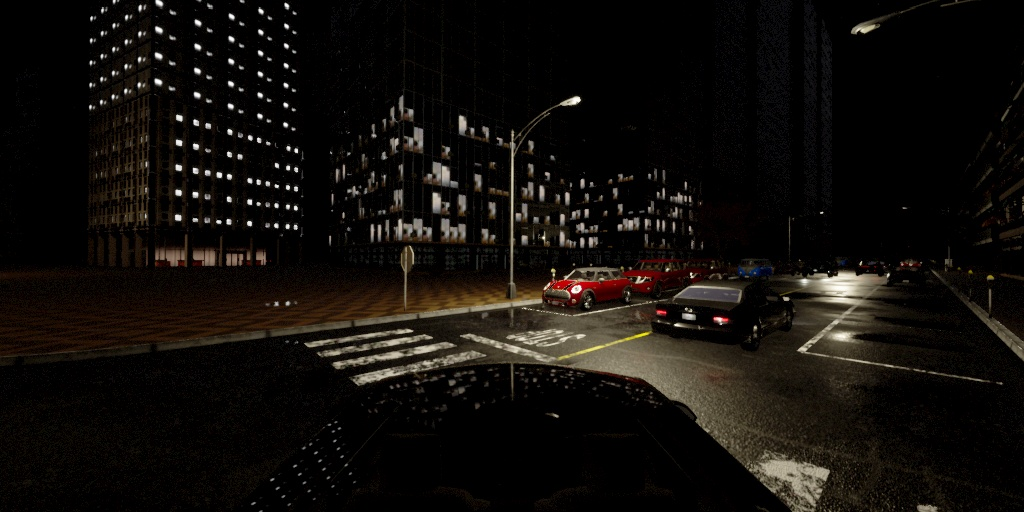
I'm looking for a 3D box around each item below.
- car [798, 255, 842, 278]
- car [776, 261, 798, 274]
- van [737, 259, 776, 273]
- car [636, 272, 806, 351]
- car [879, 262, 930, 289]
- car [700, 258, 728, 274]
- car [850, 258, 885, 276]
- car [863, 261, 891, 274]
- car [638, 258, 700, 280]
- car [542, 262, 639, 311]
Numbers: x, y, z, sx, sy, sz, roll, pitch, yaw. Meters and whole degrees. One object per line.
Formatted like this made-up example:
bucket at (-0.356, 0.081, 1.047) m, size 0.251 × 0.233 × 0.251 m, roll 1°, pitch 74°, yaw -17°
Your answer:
car at (29.825, 0.966, 34.642) m, size 5.566 × 2.045 × 2.150 m, roll 0°, pitch 0°, yaw -42°
car at (28.407, 1.328, 36.978) m, size 4.207 × 1.307 × 1.802 m, roll 0°, pitch 0°, yaw -42°
van at (19.962, 1.094, 29.480) m, size 3.998 × 1.789 × 1.690 m, roll 0°, pitch 0°, yaw -42°
car at (5.517, 1.299, 9.047) m, size 5.357 × 1.411 × 2.033 m, roll 0°, pitch 0°, yaw -42°
car at (25.540, 1.298, 23.226) m, size 4.403 × 1.370 × 2.007 m, roll 0°, pitch 0°, yaw -42°
car at (11.517, 1.070, 21.982) m, size 5.009 × 1.841 × 2.192 m, roll 0°, pitch 0°, yaw -42°
car at (35.547, 1.230, 35.589) m, size 4.902 × 1.511 × 2.128 m, roll 0°, pitch 0°, yaw -42°
car at (43.208, 1.275, 42.410) m, size 5.357 × 1.411 × 2.033 m, roll 0°, pitch 0°, yaw -41°
car at (7.294, 1.070, 18.233) m, size 5.009 × 1.841 × 2.192 m, roll 0°, pitch 0°, yaw -42°
car at (3.072, 1.195, 14.484) m, size 4.097 × 1.591 × 1.967 m, roll 0°, pitch 0°, yaw -42°
